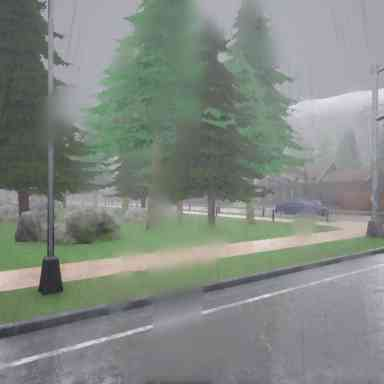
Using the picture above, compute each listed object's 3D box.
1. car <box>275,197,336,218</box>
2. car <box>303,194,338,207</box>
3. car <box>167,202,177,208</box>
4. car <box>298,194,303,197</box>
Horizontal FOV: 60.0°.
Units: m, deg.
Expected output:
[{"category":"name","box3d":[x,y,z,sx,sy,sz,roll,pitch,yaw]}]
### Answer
[{"category":"car","box3d":[9.863,1.463,29.949,1.882,1.535,5.008,0,0,-37]},{"category":"car","box3d":[16.682,1.160,42.408,4.605,1.855,1.932,0,0,-37]},{"category":"car","box3d":[-3.220,1.550,47.255,1.994,1.385,4.181,0,0,-38]},{"category":"car","box3d":[14.856,1.161,44.179,3.866,1.878,1.905,0,0,-37]}]
